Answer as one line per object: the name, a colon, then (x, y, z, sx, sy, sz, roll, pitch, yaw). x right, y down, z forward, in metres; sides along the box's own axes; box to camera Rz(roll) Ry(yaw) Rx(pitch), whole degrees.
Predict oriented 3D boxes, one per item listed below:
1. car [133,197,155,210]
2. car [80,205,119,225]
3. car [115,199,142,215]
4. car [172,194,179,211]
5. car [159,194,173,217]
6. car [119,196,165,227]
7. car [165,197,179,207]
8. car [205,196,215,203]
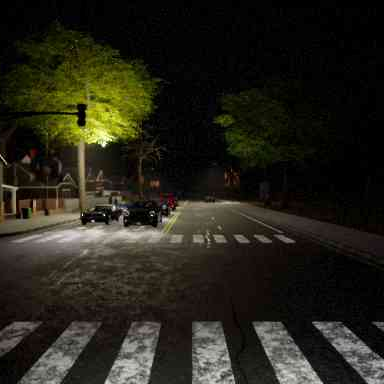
car: (-6.374, 1.486, 44.640, 2.128, 1.511, 4.902, 0, 0, 1)
car: (-6.482, 1.594, 24.028, 1.895, 1.301, 4.718, 0, 0, 0)
car: (-6.422, 1.518, 34.200, 1.812, 1.442, 4.674, 0, 0, 0)
car: (-3.148, 1.215, 41.223, 2.150, 2.045, 5.566, 0, 0, 0)
car: (-3.197, 1.344, 31.389, 2.097, 1.767, 4.553, 0, 0, 0)
car: (-3.240, 1.345, 22.531, 2.097, 1.767, 4.553, 0, 0, 0)
car: (-3.062, 1.500, 51.662, 1.837, 1.490, 4.892, 0, 0, 1)
car: (3.669, 1.505, 67.644, 1.837, 1.490, 4.892, 0, 0, 1)
